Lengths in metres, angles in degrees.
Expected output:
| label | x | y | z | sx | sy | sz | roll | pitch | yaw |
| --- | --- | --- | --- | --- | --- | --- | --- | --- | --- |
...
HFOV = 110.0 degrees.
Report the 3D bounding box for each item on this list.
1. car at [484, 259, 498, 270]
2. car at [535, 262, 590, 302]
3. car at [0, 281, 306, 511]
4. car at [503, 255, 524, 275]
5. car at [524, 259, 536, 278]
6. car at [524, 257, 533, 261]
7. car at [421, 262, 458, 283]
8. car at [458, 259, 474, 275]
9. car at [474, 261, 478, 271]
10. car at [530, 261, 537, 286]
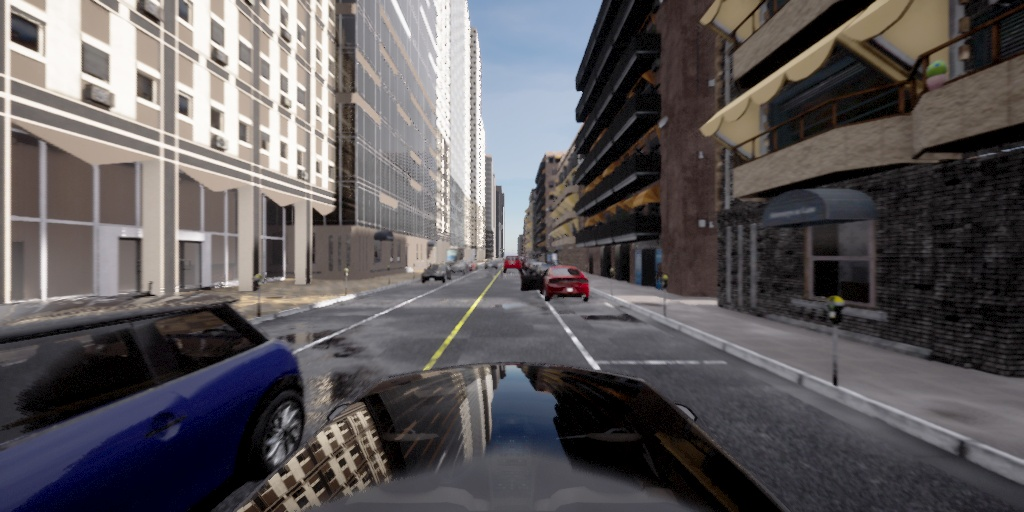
| label | x | y | z | sx | sy | sz | roll | pitch | yaw |
| --- | --- | --- | --- | --- | --- | --- | --- | --- | --- |
| car | -3.043 | 1.206 | 52.563 | 2.128 | 1.511 | 4.902 | 0 | 0 | 1 |
| car | 2.358 | 1.213 | 17.074 | 1.882 | 1.535 | 5.008 | 0 | 0 | 0 |
| car | -3.101 | 1.102 | 1.653 | 2.097 | 1.767 | 4.553 | 0 | 0 | 0 |
| car | 0.070 | 0.936 | 44.758 | 2.150 | 2.045 | 5.566 | 0 | 0 | 0 |
| car | 2.683 | 1.270 | 38.958 | 2.007 | 1.370 | 4.403 | 0 | 0 | 0 |
| car | 2.681 | 1.155 | 50.254 | 1.967 | 1.591 | 4.097 | 0 | 0 | 0 |
| car | -5.695 | 1.292 | 27.659 | 1.948 | 1.339 | 4.313 | 0 | 0 | 0 |
| car | -5.697 | 1.269 | 38.956 | 2.007 | 1.370 | 4.403 | 0 | 0 | 0 |
| car | -5.699 | 1.156 | 44.605 | 1.967 | 1.591 | 4.097 | 0 | 0 | 0 |
| car | 2.686 | 1.292 | 27.661 | 1.948 | 1.339 | 4.313 | 0 | 0 | 0 |
